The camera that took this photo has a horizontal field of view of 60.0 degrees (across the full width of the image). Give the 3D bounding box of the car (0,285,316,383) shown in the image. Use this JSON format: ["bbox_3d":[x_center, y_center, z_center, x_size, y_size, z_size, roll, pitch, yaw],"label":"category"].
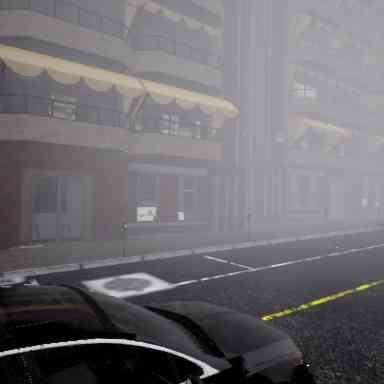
[{"bbox_3d":[-1.109,1.506,2.375,4.892,1.490,1.837,0,0,-35],"label":"car"}]
